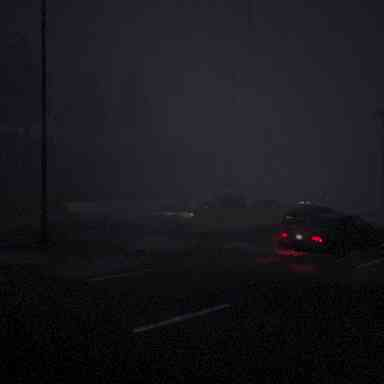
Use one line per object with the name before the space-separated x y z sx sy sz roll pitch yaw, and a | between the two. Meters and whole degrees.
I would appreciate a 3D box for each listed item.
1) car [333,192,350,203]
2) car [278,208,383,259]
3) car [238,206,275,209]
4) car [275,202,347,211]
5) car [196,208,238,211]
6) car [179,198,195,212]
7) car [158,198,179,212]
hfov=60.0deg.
car | 29.512 1.128 65.442 2.150 2.045 5.566 0 0 33
car | 5.471 1.532 12.544 5.357 1.411 2.033 0 0 -39
car | 7.096 1.483 32.993 4.892 1.490 1.837 0 0 -44
car | 6.958 1.485 18.404 4.892 1.490 1.837 0 0 -41
car | 3.403 1.212 34.284 5.566 2.045 2.150 0 0 -44
car | 1.141 1.519 36.983 4.674 1.442 1.812 0 0 -44
car | -1.704 1.478 39.104 5.008 1.535 1.882 0 0 -43
